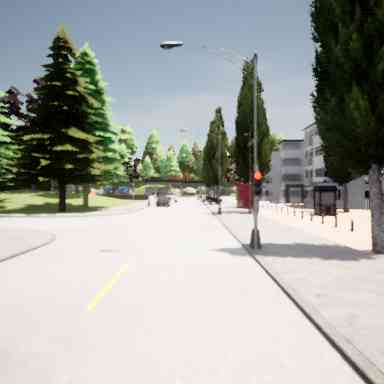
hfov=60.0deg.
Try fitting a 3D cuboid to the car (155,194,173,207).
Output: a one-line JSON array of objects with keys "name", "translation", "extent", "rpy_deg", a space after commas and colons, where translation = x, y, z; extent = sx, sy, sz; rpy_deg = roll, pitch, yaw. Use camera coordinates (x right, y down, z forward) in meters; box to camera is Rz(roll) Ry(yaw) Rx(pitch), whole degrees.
[{"name": "car", "translation": [-4.073, 1.371, 47.268], "extent": [1.837, 1.490, 4.892], "rpy_deg": [0, 0, 0]}]

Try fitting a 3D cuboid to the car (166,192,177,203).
[{"name": "car", "translation": [-3.991, 1.016, 63.696], "extent": [2.150, 2.045, 5.566], "rpy_deg": [0, 0, 1]}]
